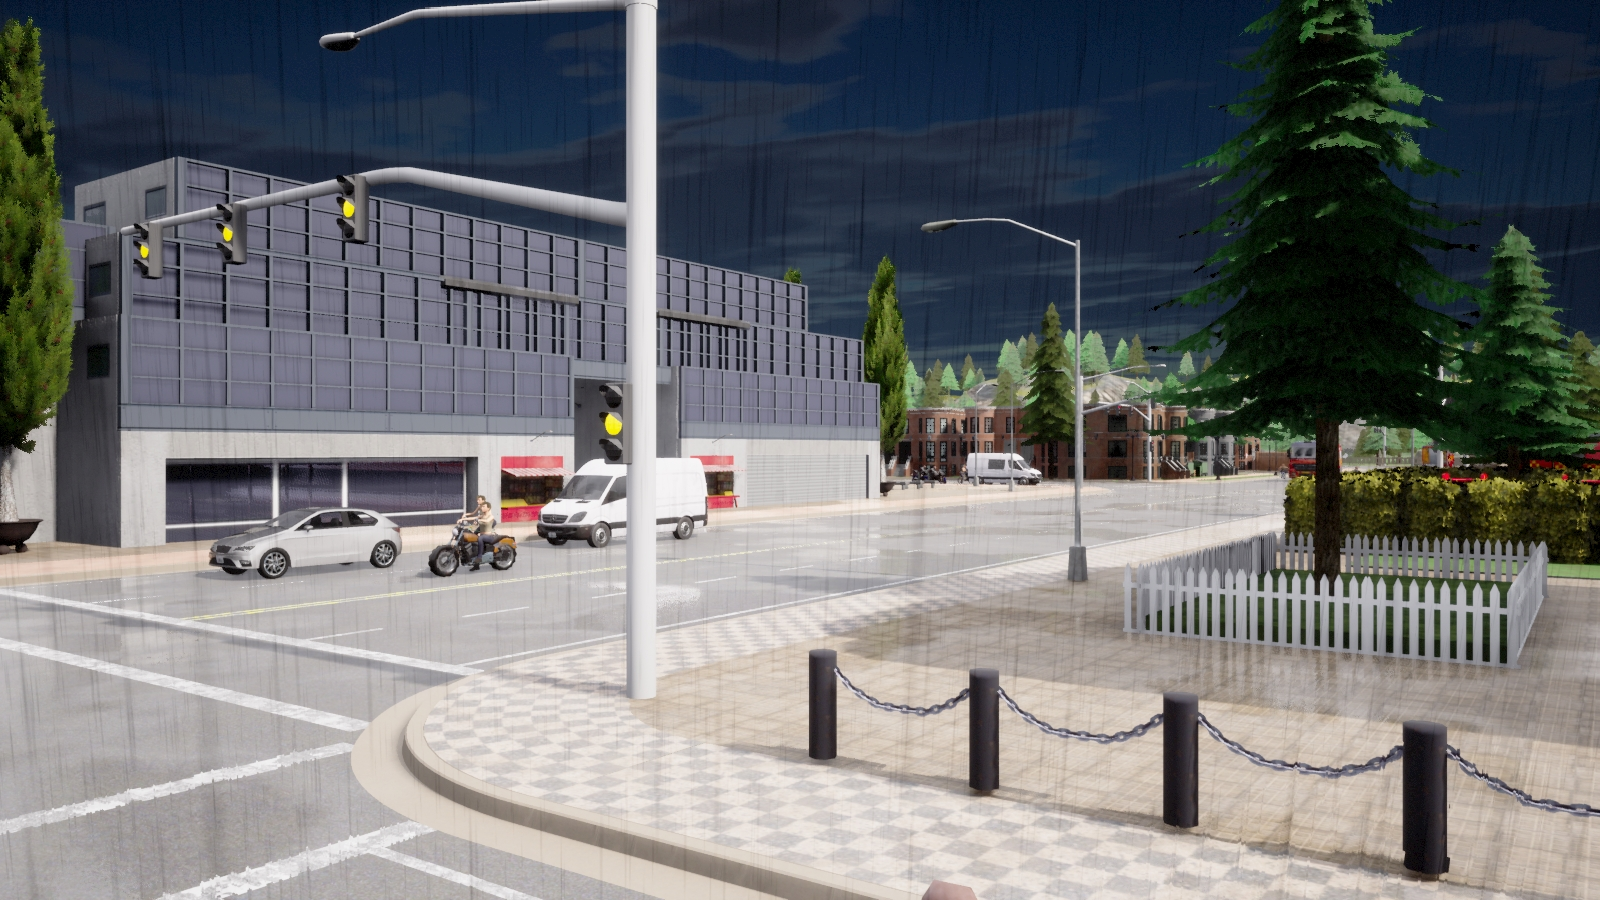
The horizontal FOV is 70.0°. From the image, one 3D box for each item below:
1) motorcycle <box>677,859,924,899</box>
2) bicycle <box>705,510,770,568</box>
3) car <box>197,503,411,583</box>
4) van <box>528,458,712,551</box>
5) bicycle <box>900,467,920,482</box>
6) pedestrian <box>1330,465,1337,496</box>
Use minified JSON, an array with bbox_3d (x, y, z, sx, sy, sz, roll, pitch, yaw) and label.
[{"bbox_3d":[0.509,2.205,3.428,2.209,1.251,0.867,0,0,35],"label":"motorcycle"},{"bbox_3d":[-1.510,2.158,27.924,0.859,1.276,1.487,0,0,35],"label":"bicycle"},{"bbox_3d":[-11.323,2.066,26.349,1.816,1.474,4.193,0,0,35],"label":"car"},{"bbox_3d":[-5.344,1.534,34.831,1.988,2.561,5.915,0,0,35],"label":"van"},{"bbox_3d":[9.601,2.158,99.743,1.487,1.276,0.859,0,0,35],"label":"bicycle"},{"bbox_3d":[32.194,1.848,68.919,0.375,1.860,0.375,0,0,28],"label":"pedestrian"}]
